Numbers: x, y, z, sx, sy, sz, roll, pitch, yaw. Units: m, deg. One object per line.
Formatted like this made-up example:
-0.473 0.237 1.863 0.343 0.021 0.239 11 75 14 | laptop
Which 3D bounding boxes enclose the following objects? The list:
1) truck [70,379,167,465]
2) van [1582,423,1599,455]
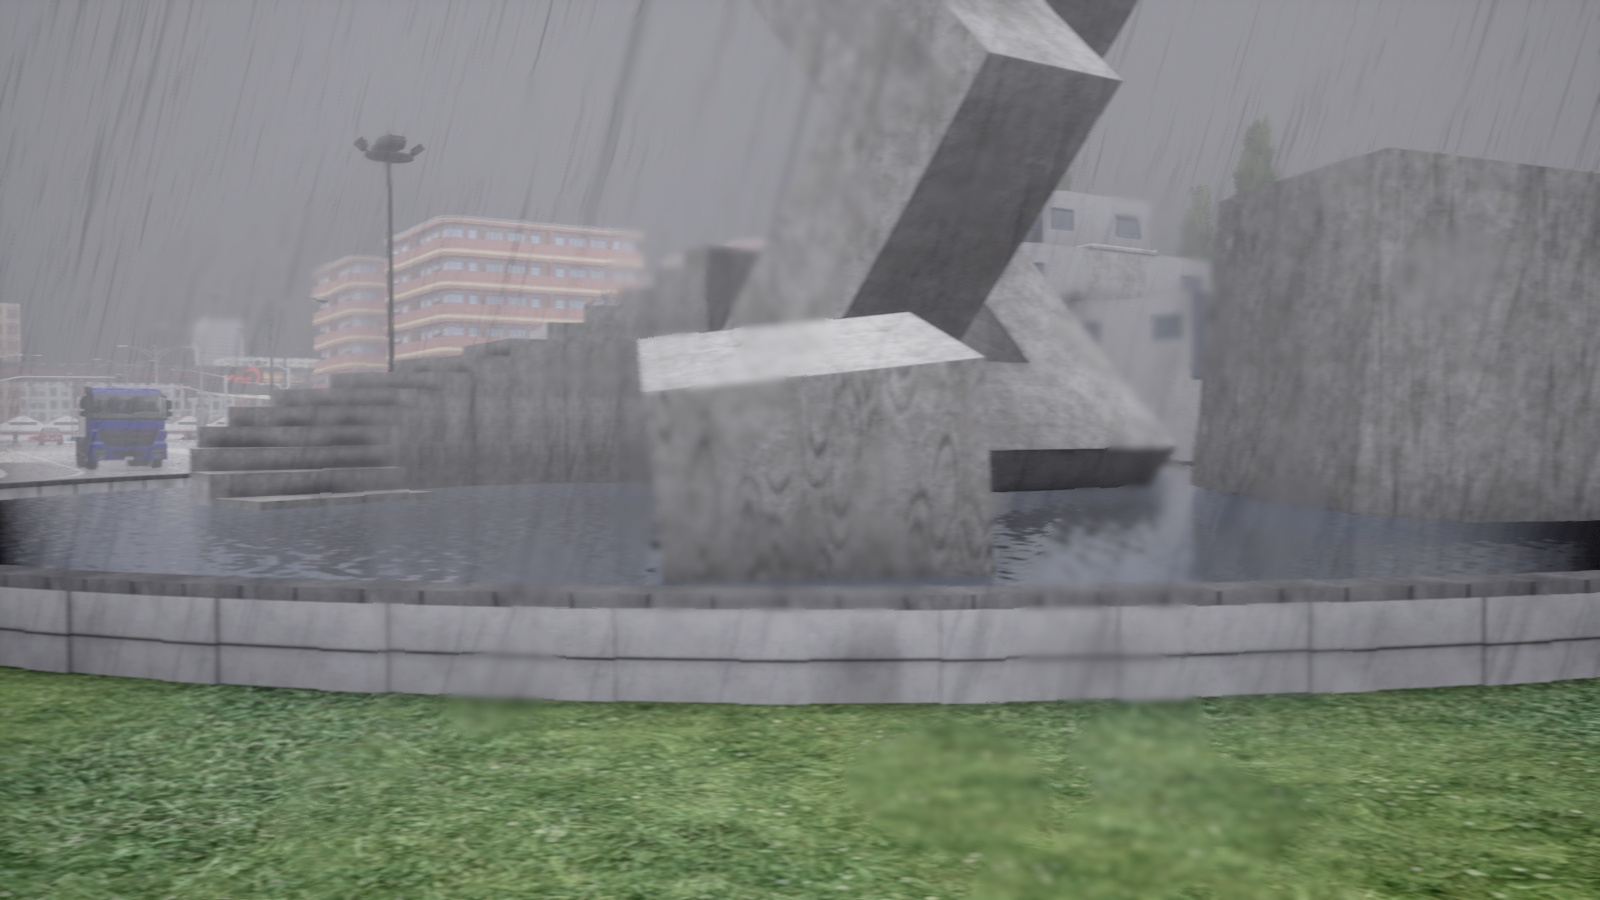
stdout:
-29.549 -1.190 54.262 2.891 3.462 7.936 0 1 -34 | truck
52.765 -0.700 80.021 2.069 2.038 4.480 0 1 -34 | van
